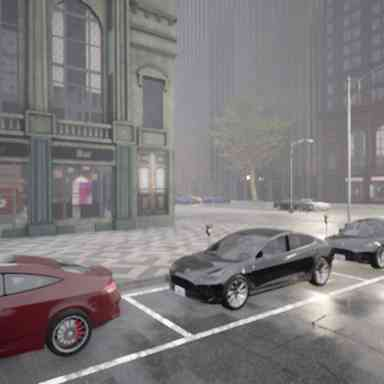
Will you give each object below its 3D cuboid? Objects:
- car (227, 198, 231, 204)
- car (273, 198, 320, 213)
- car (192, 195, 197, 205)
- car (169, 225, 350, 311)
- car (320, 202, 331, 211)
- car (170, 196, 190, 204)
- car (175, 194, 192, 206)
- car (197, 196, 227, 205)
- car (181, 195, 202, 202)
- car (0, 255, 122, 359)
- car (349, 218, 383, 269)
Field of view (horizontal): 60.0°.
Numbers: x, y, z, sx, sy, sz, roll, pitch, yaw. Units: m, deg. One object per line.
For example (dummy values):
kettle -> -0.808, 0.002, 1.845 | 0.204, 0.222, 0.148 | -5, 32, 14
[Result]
car -> 5.299, 1.528, 64.086 | 1.882, 1.535, 5.008 | 0, 0, -35
car -> 11.689, 1.519, 38.353 | 1.882, 1.535, 5.008 | 0, 0, -36
car -> -0.593, 1.642, 61.069 | 2.033, 1.411, 5.357 | 0, 0, -35
car -> 1.533, 1.557, 7.759 | 4.313, 1.339, 1.947 | 0, 0, -36
car -> 14.395, 1.547, 40.157 | 1.812, 1.442, 4.674 | 0, 0, -36
car -> -2.484, 1.624, 69.272 | 1.812, 1.442, 4.674 | 0, 0, -36
car -> -2.874, 1.338, 58.665 | 2.150, 2.045, 5.566 | 0, 0, -35
car -> 3.663, 1.543, 60.814 | 1.882, 1.535, 5.008 | 0, 0, -35
car -> -0.093, 1.406, 71.512 | 1.882, 1.535, 5.008 | 0, 0, -36
car -> -3.045, 1.582, 4.471 | 4.206, 1.307, 1.802 | 0, 0, -36
car -> 6.110, 1.549, 11.047 | 4.313, 1.339, 1.947 | 0, 0, -36
